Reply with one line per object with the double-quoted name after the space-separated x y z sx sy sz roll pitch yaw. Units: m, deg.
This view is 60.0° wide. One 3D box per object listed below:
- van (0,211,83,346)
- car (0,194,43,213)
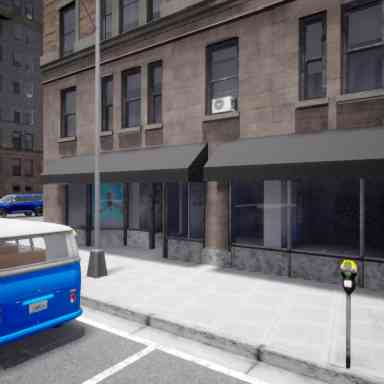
-3.622 1.341 5.660 3.998 1.788 1.690 0 0 36 "van"
-15.445 1.213 29.368 2.150 2.045 5.566 0 0 35 "car"
